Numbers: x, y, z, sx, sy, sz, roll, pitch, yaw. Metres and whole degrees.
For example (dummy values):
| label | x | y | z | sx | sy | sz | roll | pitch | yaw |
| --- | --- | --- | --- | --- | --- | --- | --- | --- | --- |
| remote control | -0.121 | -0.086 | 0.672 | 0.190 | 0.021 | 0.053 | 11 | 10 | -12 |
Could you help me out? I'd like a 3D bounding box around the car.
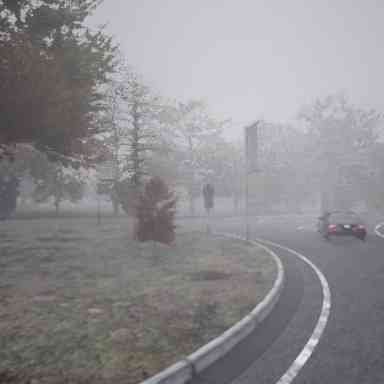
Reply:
| label | x | y | z | sx | sy | sz | roll | pitch | yaw |
| --- | --- | --- | --- | --- | --- | --- | --- | --- | --- |
| car | 7.752 | 1.624 | 17.493 | 2.033 | 1.411 | 5.357 | -1 | -1 | 17 |
